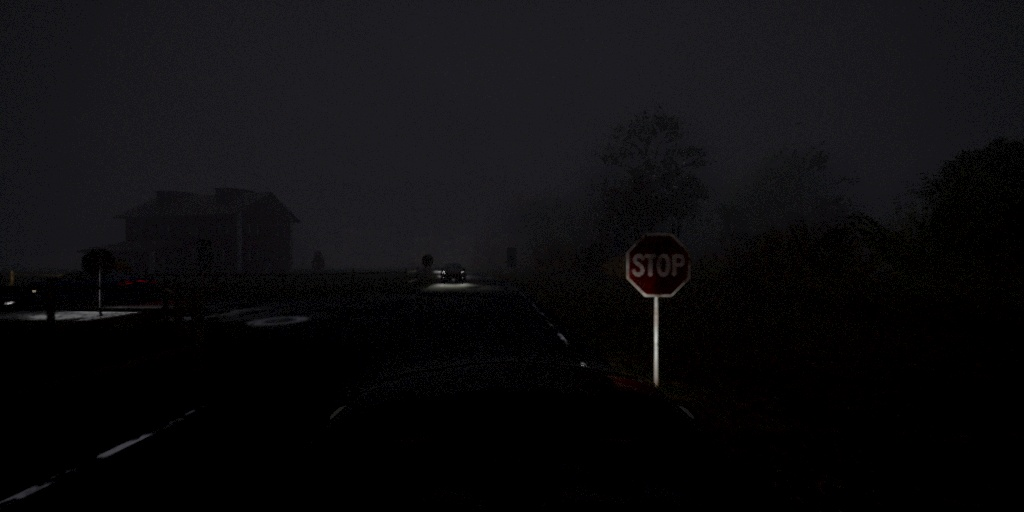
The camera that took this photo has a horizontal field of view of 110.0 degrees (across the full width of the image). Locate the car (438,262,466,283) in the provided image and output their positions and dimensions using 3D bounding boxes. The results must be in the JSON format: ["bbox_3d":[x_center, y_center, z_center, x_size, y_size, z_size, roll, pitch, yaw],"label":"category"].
[{"bbox_3d":[-5.190,1.411,31.873,2.097,1.767,4.553,0,-1,-9],"label":"car"}]

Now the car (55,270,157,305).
[{"bbox_3d":[-19.714,1.395,16.843,5.008,1.535,1.882,0,0,1],"label":"car"}]

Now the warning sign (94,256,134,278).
[{"bbox_3d":[-20.989,1.045,19.217,1.060,1.860,1.300,0,0,1],"label":"warning sign"}]

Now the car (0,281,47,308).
[{"bbox_3d":[-21.613,1.508,13.932,4.718,1.301,1.895,0,0,1],"label":"car"}]
